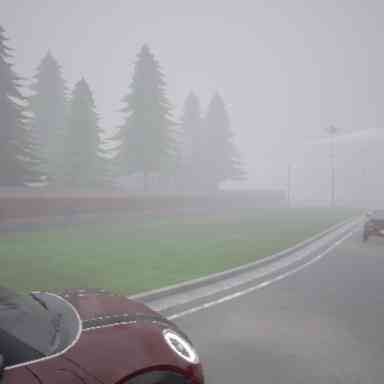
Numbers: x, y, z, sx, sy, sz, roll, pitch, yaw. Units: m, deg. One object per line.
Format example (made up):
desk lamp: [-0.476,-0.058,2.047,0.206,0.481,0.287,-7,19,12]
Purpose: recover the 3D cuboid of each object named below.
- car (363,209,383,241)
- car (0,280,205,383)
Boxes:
car: [9.578,1.558,16.294,1.812,1.442,4.674,0,0,33]
car: [-2.090,1.354,2.481,4.553,1.767,2.097,0,0,-35]
